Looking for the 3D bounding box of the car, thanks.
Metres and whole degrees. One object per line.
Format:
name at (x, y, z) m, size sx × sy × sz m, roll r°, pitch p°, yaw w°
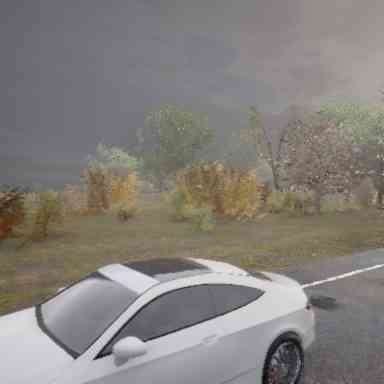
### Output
car at (-0.550, 1.529, 3.599) m, size 4.674 × 1.442 × 1.812 m, roll 0°, pitch 0°, yaw -36°
